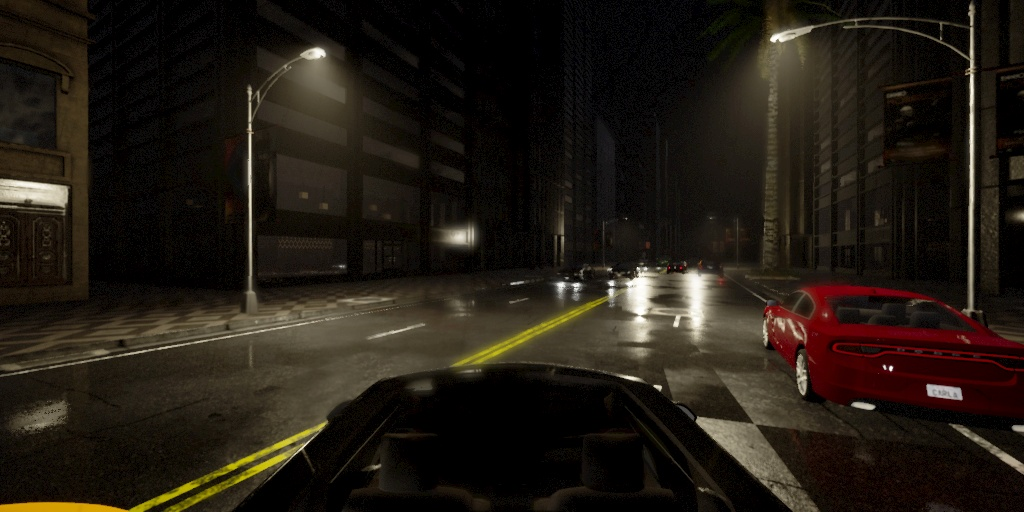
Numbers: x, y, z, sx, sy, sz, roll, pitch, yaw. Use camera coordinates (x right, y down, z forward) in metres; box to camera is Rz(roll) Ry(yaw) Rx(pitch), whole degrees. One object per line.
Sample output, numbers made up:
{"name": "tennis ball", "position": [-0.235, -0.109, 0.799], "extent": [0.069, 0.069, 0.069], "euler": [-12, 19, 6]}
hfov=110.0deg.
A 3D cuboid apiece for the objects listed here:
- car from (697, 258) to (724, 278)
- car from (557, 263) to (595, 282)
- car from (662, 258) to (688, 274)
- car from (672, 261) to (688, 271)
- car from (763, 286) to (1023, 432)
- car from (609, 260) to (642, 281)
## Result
{"name": "car", "position": [19.287, 1.110, 34.911], "extent": [2.097, 1.767, 4.553], "euler": [0, 0, 27]}
{"name": "car", "position": [5.406, 1.300, 29.644], "extent": [2.033, 1.411, 5.357], "euler": [0, 0, 27]}
{"name": "car", "position": [18.647, 1.308, 40.733], "extent": [2.033, 1.411, 5.357], "euler": [0, 0, 27]}
{"name": "car", "position": [23.534, 1.370, 50.232], "extent": [1.895, 1.301, 4.718], "euler": [0, 0, 27]}
{"name": "car", "position": [5.513, 1.227, 5.834], "extent": [1.882, 1.535, 5.008], "euler": [0, 0, 27]}
{"name": "car", "position": [9.624, 1.280, 30.736], "extent": [1.812, 1.442, 4.674], "euler": [0, 0, 27]}
